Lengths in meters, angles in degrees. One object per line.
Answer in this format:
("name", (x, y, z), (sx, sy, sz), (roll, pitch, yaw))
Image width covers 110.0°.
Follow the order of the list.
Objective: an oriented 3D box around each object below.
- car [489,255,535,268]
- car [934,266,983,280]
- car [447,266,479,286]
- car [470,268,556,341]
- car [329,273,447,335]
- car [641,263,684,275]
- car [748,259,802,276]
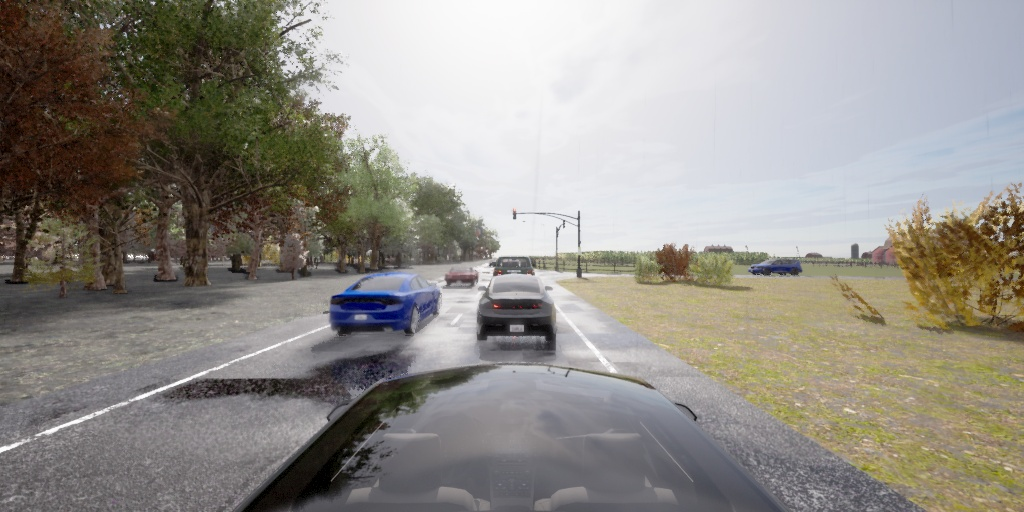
("car", (0.099, 0.976, 19.797), (2.150, 2.045, 5.566), (0, 0, 0))
("car", (48.925, 1.807, 39.221), (4.674, 1.442, 1.812), (1, -1, 0))
("car", (-3.403, 1.356, 25.262), (1.895, 1.301, 4.718), (0, 0, 0))
("car", (0.099, 1.257, 9.881), (1.837, 1.490, 4.892), (0, 0, 0))
("car", (-3.402, 1.230, 10.542), (1.882, 1.535, 5.008), (0, 0, 0))
("car", (17.979, 1.509, 42.976), (4.892, 1.490, 1.837), (1, -1, 1))
("car", (31.490, 1.370, 42.907), (5.566, 2.045, 2.150), (0, -1, 0))
